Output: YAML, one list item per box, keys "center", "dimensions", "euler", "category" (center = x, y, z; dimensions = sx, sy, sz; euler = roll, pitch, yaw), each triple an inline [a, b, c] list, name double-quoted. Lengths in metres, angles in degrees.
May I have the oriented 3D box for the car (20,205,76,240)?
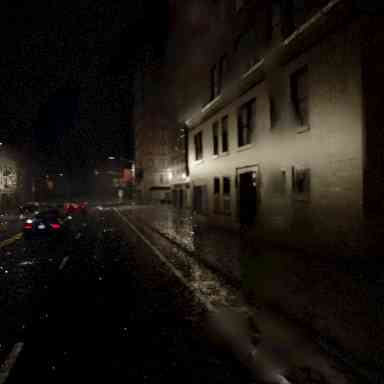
- center: [-7.808, 1.725, 18.261]
  dimensions: [2.033, 1.411, 5.357]
  euler: [-1, 0, -15]
  category: "car"

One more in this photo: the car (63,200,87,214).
- center: [-13.431, 1.667, 38.851]
  dimensions: [2.097, 1.767, 4.553]
  euler: [-1, 0, -15]
  category: "car"

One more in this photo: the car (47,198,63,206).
- center: [-19.007, 1.536, 46.544]
  dimensions: [1.882, 1.535, 5.008]
  euler: [-1, 0, -15]
  category: "car"

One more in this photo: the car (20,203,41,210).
- center: [-22.123, 2.118, 45.660]
  dimensions: [1.895, 1.301, 4.718]
  euler: [-1, 0, -15]
  category: "car"

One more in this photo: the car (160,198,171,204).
- center: [-3.812, 1.716, 62.673]
  dimensions: [4.313, 1.339, 1.947]
  euler: [-1, 0, -15]
  category: "car"
